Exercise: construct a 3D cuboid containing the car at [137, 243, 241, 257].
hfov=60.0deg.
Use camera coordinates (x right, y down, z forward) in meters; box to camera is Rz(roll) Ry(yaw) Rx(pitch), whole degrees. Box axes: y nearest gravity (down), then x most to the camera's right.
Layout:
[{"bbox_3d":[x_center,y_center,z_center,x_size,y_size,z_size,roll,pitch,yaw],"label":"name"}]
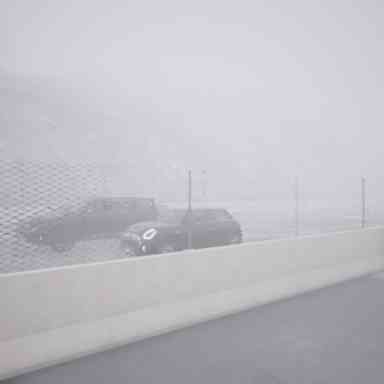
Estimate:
[{"bbox_3d":[-0.297,1.351,12.377,4.553,1.767,2.097,0,0,-36],"label":"car"}]
